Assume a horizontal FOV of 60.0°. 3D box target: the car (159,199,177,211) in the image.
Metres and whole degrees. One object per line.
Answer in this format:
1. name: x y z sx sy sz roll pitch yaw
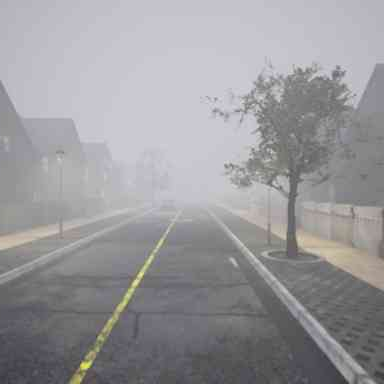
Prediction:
1. car: -2.737 1.507 39.345 2.033 1.411 5.357 0 0 0
